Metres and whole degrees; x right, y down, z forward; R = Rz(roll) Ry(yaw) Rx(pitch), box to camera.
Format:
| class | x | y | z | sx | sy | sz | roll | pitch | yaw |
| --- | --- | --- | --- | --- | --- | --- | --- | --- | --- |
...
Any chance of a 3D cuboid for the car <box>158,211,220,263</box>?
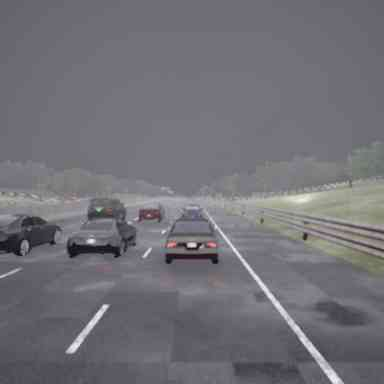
| class | x | y | z | sx | sy | sz | roll | pitch | yaw |
| --- | --- | --- | --- | --- | --- | --- | --- | --- | --- |
| car | 0.010 | 1.669 | 12.533 | 2.033 | 1.411 | 5.357 | 0 | 0 | 0 |

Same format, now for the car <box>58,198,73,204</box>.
| class | x | y | z | sx | sy | sz | roll | pitch | yaw |
| --- | --- | --- | --- | --- | --- | --- | --- | --- | --- |
| car | -24.299 | 1.936 | 64.591 | 2.097 | 1.767 | 4.553 | 0 | -1 | 0 |

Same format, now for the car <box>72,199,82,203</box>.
| class | x | y | z | sx | sy | sz | roll | pitch | yaw |
| --- | --- | --- | --- | --- | --- | --- | --- | --- | --- |
| car | -20.800 | 2.122 | 64.549 | 2.033 | 1.411 | 5.357 | 0 | -1 | 0 |

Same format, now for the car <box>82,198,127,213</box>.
| class | x | y | z | sx | sy | sz | roll | pitch | yaw |
| --- | --- | --- | --- | --- | --- | --- | --- | --- | --- |
| car | -6.955 | 1.477 | 27.578 | 2.150 | 2.045 | 5.566 | 0 | 0 | 1 |

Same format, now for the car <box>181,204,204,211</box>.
| class | x | y | z | sx | sy | sz | roll | pitch | yaw |
| --- | --- | --- | --- | --- | --- | --- | --- | --- | --- |
| car | 0.066 | 1.789 | 28.848 | 1.812 | 1.442 | 4.674 | 0 | 0 | 1 |

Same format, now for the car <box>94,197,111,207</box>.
| class | x | y | z | sx | sy | sz | roll | pitch | yaw |
| --- | --- | --- | --- | --- | --- | --- | --- | --- | --- |
| car | -17.312 | 1.934 | 64.602 | 2.097 | 1.767 | 4.553 | 0 | -1 | 1 |

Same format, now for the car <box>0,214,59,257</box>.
| class | x | y | z | sx | sy | sz | roll | pitch | yaw |
| --- | --- | --- | --- | --- | --- | --- | --- | --- | --- |
| car | -6.977 | 1.636 | 13.480 | 1.837 | 1.490 | 4.892 | 0 | 0 | 1 |

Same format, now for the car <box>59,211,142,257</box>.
| class | x | y | z | sx | sy | sz | roll | pitch | yaw |
| --- | --- | --- | --- | --- | --- | --- | --- | --- | --- |
| car | -3.479 | 1.695 | 13.579 | 1.994 | 1.385 | 4.181 | 0 | 0 | 1 |

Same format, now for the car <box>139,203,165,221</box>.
| class | x | y | z | sx | sy | sz | roll | pitch | yaw |
| --- | --- | --- | --- | --- | --- | --- | --- | --- | --- |
| car | -3.428 | 1.744 | 29.208 | 1.882 | 1.535 | 5.008 | 0 | 0 | 1 |
